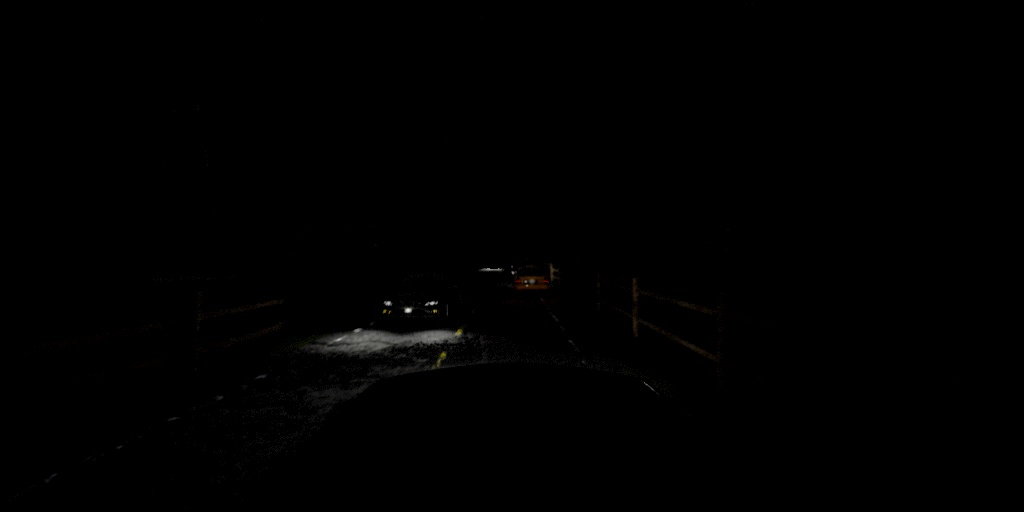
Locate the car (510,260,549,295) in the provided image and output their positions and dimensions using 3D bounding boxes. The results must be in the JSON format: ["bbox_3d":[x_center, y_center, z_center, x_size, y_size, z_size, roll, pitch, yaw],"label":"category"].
[{"bbox_3d":[0.955,1.189,19.661,1.801,1.575,5.366,0,0,0],"label":"car"}]

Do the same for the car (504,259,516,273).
[{"bbox_3d":[0.030,1.269,42.852,2.033,1.411,5.357,0,0,1],"label":"car"}]

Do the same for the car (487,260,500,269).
[{"bbox_3d":[-2.823,1.285,55.688,1.994,1.385,4.181,0,0,1],"label":"car"}]

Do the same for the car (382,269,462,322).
[{"bbox_3d":[-2.853,1.244,12.280,1.837,1.490,4.892,0,0,0],"label":"car"}]
